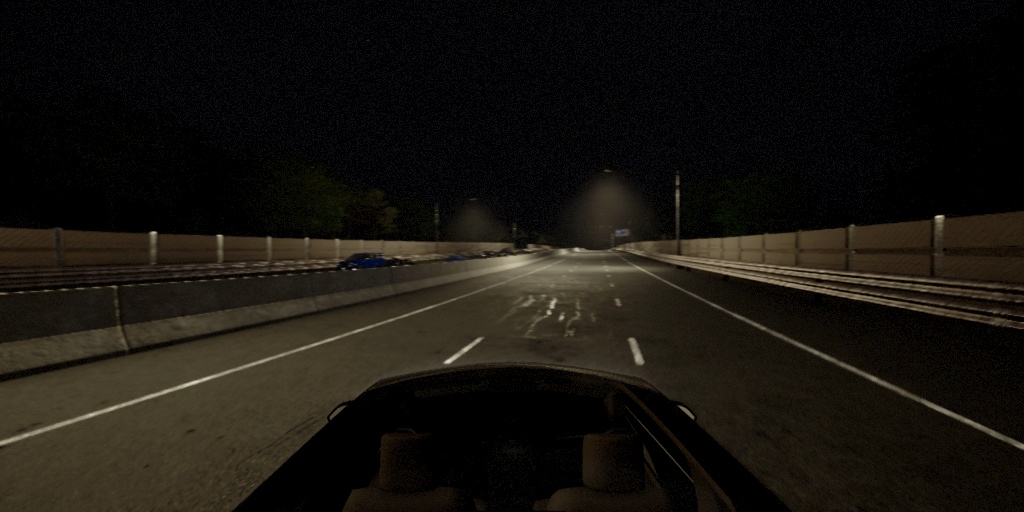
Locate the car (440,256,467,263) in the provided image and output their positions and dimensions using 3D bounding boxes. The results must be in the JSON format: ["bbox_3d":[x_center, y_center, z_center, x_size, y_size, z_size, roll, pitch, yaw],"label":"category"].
[{"bbox_3d":[-6.127,0.785,38.725,1.882,1.535,5.008,0,1,14],"label":"car"}]

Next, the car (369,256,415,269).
[{"bbox_3d":[-10.946,0.961,33.780,1.837,1.490,4.892,0,1,14],"label":"car"}]

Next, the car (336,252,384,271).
[{"bbox_3d":[-14.350,0.694,34.603,2.150,2.045,5.566,0,1,14],"label":"car"}]
